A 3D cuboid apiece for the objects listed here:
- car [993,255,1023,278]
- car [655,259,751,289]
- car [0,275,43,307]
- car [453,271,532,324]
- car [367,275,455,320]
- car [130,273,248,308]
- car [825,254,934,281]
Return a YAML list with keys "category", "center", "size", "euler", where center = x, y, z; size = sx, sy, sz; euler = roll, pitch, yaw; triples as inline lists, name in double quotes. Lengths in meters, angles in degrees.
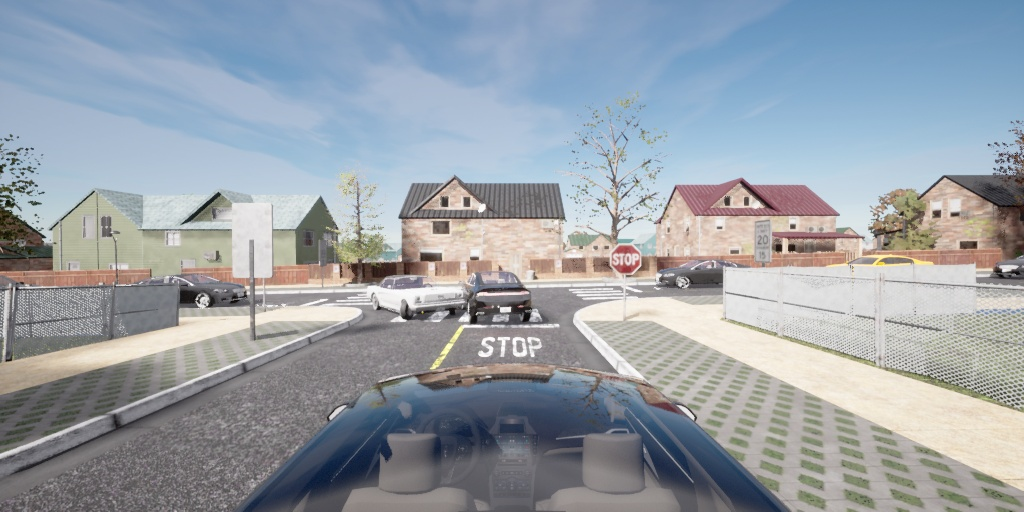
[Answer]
- category: "car"
  center: [29.396, 0.478, 19.525]
  size: [4.902, 1.511, 2.128]
  euler: [-1, 1, 0]
- category: "car"
  center: [10.341, 0.925, 19.462]
  size: [4.902, 1.511, 2.128]
  euler: [-1, 1, 0]
- category: "car"
  center: [-24.231, 1.647, 16.388]
  size: [4.553, 1.767, 2.097]
  euler: [-1, 1, 0]
- category: "car"
  center: [-0.679, 1.242, 12.060]
  size: [2.128, 1.511, 4.902]
  euler: [0, 0, -12]
- category: "car"
  center: [-3.596, 1.367, 12.921]
  size: [1.895, 1.301, 4.718]
  euler: [0, 0, -38]
- category: "car"
  center: [-14.893, 1.566, 16.423]
  size: [4.902, 1.511, 2.128]
  euler: [-1, 1, 0]
- category: "car"
  center: [19.772, 0.690, 19.493]
  size: [5.008, 1.535, 1.882]
  euler: [-1, 1, 0]
